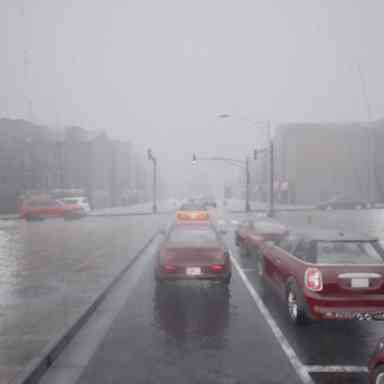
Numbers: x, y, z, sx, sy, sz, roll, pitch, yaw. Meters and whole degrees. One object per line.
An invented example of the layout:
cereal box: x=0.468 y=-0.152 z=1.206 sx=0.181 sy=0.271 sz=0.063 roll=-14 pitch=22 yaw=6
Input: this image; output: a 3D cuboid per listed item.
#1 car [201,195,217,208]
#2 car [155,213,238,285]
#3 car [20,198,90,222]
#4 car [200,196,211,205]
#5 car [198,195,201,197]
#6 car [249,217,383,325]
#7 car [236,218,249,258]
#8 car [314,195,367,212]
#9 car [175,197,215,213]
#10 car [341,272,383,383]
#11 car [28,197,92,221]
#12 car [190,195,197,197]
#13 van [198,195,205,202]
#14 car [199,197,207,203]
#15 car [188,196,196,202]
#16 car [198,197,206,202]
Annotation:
car: x=2.639 y=1.611 z=49.963 sx=1.967 sy=1.590 sz=4.097 roll=-1 pitch=0 yaw=0
car: x=0.021 y=1.541 z=9.447 sx=1.812 sy=1.442 sz=4.674 roll=0 pitch=0 yaw=0
car: x=-12.579 y=1.640 z=30.140 sx=5.566 sy=2.045 sz=2.150 roll=-2 pitch=0 yaw=1
car: x=2.642 y=1.704 z=66.169 sx=1.967 sy=1.590 sz=4.097 roll=-1 pitch=0 yaw=0
car: x=2.639 y=1.515 z=55.365 sx=2.192 sy=1.841 sz=5.009 roll=-1 pitch=0 yaw=0
car: x=2.634 y=1.451 z=7.153 sx=1.967 sy=1.590 sz=4.097 roll=0 pitch=0 yaw=0
car: x=2.636 y=1.605 z=12.619 sx=1.802 sy=1.307 sz=4.206 roll=0 pitch=0 yaw=0
car: x=14.740 y=1.137 z=33.129 sx=4.892 sy=1.490 sz=1.837 roll=-2 pitch=0 yaw=0
car: x=0.047 y=1.396 z=20.544 sx=2.097 sy=1.767 sz=4.553 roll=0 pitch=0 yaw=-1
car: x=2.634 y=1.584 z=1.687 sx=1.802 sy=1.307 sz=4.206 roll=0 pitch=0 yaw=0
car: x=-13.134 y=1.646 z=33.408 sx=5.566 sy=2.045 sz=2.150 roll=-2 pitch=0 yaw=-4
car: x=0.014 y=1.811 z=75.019 sx=1.837 sy=1.490 sz=4.892 roll=0 pitch=0 yaw=0
van: x=2.645 y=1.788 z=93.182 sx=1.690 sy=1.788 sz=3.998 roll=-1 pitch=0 yaw=0
car: x=2.645 y=1.896 z=82.546 sx=1.752 sy=1.417 sz=4.829 roll=-1 pitch=0 yaw=0
car: x=0.016 y=1.776 z=85.439 sx=1.994 sy=1.385 sz=4.181 roll=0 pitch=0 yaw=0
car: x=2.646 y=1.935 z=87.948 sx=1.752 sy=1.417 sz=4.829 roll=-1 pitch=0 yaw=0
